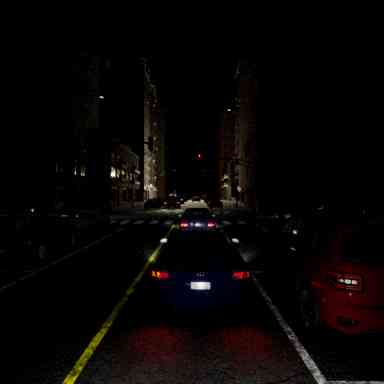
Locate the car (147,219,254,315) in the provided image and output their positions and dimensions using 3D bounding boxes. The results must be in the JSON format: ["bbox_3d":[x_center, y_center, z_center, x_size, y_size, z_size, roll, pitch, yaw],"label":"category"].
[{"bbox_3d":[0.176,1.566,7.678,1.994,1.385,4.181,0,0,1],"label":"car"}]

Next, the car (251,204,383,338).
[{"bbox_3d":[2.754,1.317,6.552,2.192,1.841,5.009,1,0,1],"label":"car"}]

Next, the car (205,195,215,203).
[{"bbox_3d":[3.313,1.595,50.491,1.802,1.307,4.206,1,0,1],"label":"car"}]

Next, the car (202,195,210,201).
[{"bbox_3d":[3.820,1.600,90.201,1.947,1.339,4.313,1,0,1],"label":"car"}]

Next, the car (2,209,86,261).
[{"bbox_3d":[-5.702,1.547,12.294,1.887,1.381,4.507,1,0,1],"label":"car"}]

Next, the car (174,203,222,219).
[{"bbox_3d":[0.270,1.552,17.741,2.033,1.411,5.357,0,0,0],"label":"car"}]

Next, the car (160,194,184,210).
[{"bbox_3d":[-2.549,1.363,43.691,2.097,1.767,4.553,0,0,1],"label":"car"}]

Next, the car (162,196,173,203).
[{"bbox_3d":[-4.994,1.602,67.626,1.802,1.307,4.206,1,0,1],"label":"car"}]

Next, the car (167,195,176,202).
[{"bbox_3d":[-4.848,1.466,78.970,1.967,1.590,4.097,1,0,1],"label":"car"}]

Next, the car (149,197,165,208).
[{"bbox_3d":[-5.212,1.557,50.609,1.887,1.381,4.507,1,0,1],"label":"car"}]

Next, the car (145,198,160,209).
[{"bbox_3d":[-5.284,1.555,44.936,1.887,1.381,4.507,1,0,1],"label":"car"}]

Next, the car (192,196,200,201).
[{"bbox_3d":[1.078,1.626,84.893,1.895,1.301,4.718,0,0,1],"label":"car"}]

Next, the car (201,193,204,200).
[{"bbox_3d":[3.533,1.335,67.510,2.192,1.841,5.009,1,0,1],"label":"car"}]

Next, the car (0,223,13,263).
[{"bbox_3d":[-5.776,1.526,6.500,1.752,1.417,4.829,1,0,1],"label":"car"}]

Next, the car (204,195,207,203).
[{"bbox_3d":[3.385,1.597,56.164,1.802,1.307,4.206,1,0,1],"label":"car"}]

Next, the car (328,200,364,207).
[{"bbox_3d":[13.991,1.503,31.884,4.553,1.767,2.097,0,-1,1],"label":"car"}]

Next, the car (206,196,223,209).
[{"bbox_3d":[3.240,1.593,44.818,1.802,1.307,4.206,1,0,1],"label":"car"}]

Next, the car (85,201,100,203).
[{"bbox_3d":[-10.152,1.539,32.294,4.718,1.301,1.895,1,0,-11],"label":"car"}]

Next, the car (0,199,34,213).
[{"bbox_3d":[-16.422,1.341,29.240,4.902,1.511,2.128,1,-1,1],"label":"car"}]

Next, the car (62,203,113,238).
[{"bbox_3d":[-5.632,1.529,17.748,1.752,1.417,4.829,1,0,1],"label":"car"}]

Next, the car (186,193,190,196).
[{"bbox_3d":[-2.034,1.493,76.211,1.882,1.535,5.008,0,0,1],"label":"car"}]

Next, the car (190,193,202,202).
[{"bbox_3d":[0.953,1.565,74.194,2.033,1.411,5.357,0,0,1],"label":"car"}]

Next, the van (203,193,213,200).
[{"bbox_3d":[3.460,1.358,61.837,1.690,1.788,3.998,1,0,1],"label":"van"}]

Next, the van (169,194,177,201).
[{"bbox_3d":[-4.775,1.371,84.643,1.690,1.788,3.998,1,0,1],"label":"van"}]

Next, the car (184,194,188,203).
[{"bbox_3d":[-2.306,1.564,60.589,2.033,1.411,5.357,0,0,1],"label":"car"}]
